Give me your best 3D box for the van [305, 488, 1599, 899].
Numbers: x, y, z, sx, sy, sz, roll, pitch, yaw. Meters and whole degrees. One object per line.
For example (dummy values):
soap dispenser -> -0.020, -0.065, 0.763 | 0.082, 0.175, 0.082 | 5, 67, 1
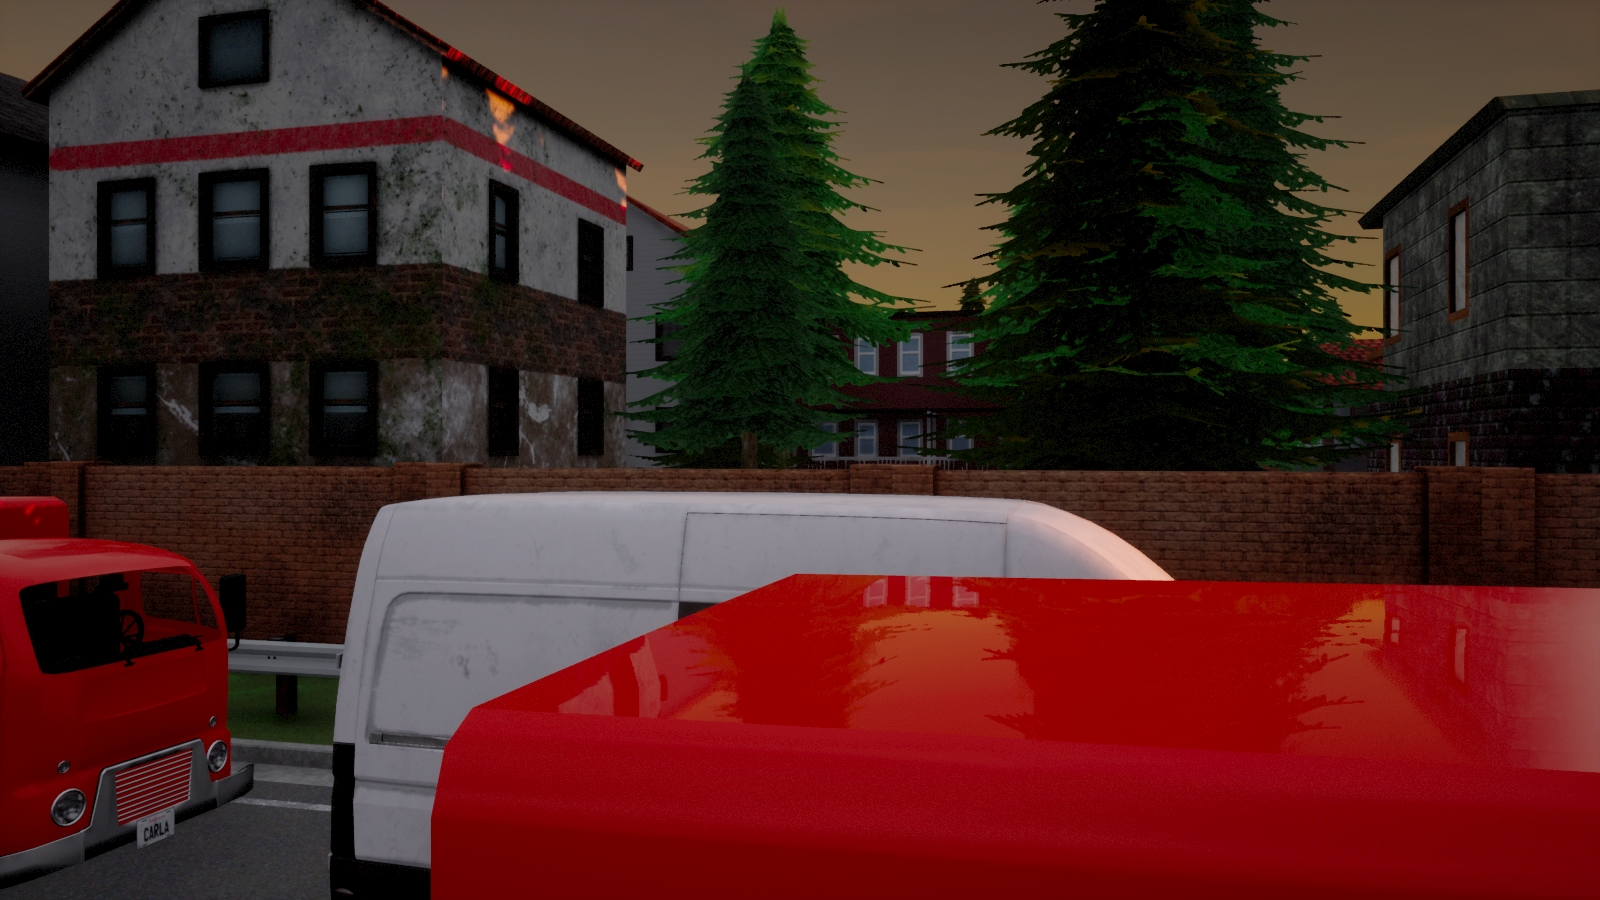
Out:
van -> 0.608, 1.535, 6.000 | 5.915, 2.561, 1.988 | 0, 0, 15

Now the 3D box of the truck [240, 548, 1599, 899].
truck -> 2.192, 1.568, 1.959 | 5.204, 2.467, 2.627 | 0, 0, 15

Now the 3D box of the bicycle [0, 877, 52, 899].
bicycle -> -3.101, 2.056, 3.494 | 1.643, 1.496, 0.373 | 0, 0, 16

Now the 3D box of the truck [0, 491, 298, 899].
truck -> -6.587, 1.568, 7.895 | 5.204, 2.467, 2.627 | 0, 0, 15
